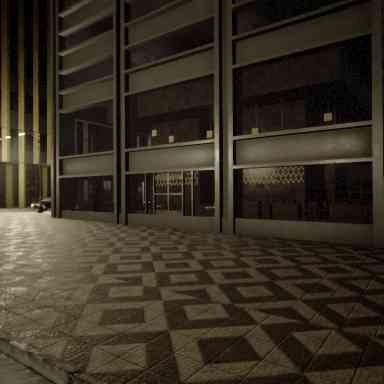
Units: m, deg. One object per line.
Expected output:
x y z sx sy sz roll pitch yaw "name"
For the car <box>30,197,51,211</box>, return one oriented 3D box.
-16.002 1.343 38.249 2.128 1.511 4.902 0 0 36 "car"
